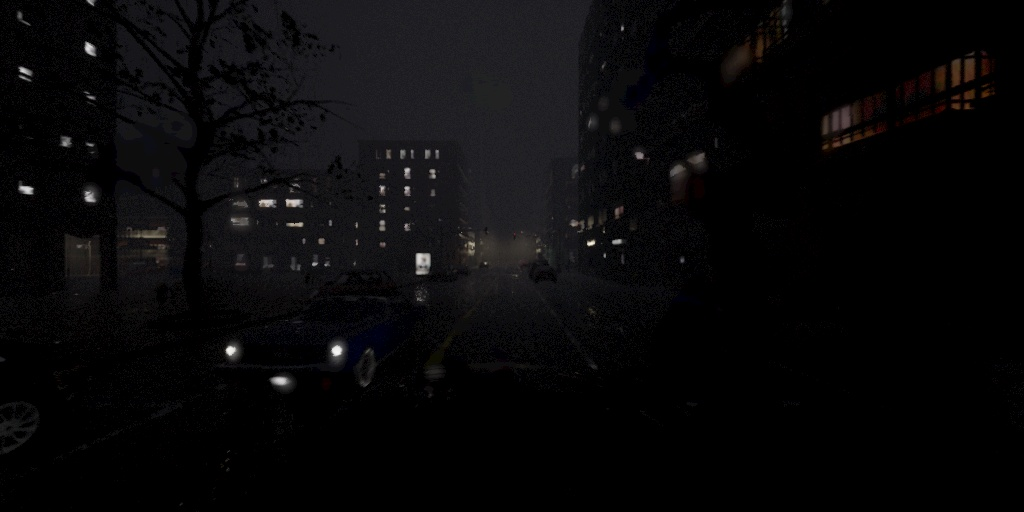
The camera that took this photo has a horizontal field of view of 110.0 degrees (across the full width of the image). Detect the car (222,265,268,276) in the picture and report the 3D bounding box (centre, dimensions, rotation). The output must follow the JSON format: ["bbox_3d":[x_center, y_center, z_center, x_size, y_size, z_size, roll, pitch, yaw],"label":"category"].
[{"bbox_3d":[-38.393,2.202,51.611,4.507,1.381,1.888,0,0,0],"label":"car"}]

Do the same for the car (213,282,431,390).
[{"bbox_3d":[-3.101,1.384,7.023,1.895,1.301,4.718,0,0,0],"label":"car"}]

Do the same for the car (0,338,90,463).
[{"bbox_3d":[-5.692,1.304,2.225,2.007,1.370,4.403,0,0,0],"label":"car"}]

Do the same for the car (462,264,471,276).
[{"bbox_3d":[-5.693,1.593,40.917,1.802,1.307,4.207,0,0,0],"label":"car"}]

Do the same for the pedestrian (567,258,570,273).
[{"bbox_3d":[7.134,1.192,45.481,0.375,1.860,0.375,0,0,0],"label":"pedestrian"}]

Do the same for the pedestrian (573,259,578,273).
[{"bbox_3d":[8.134,1.213,46.081,0.375,1.860,0.375,0,0,0],"label":"pedestrian"}]

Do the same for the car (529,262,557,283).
[{"bbox_3d":[2.688,1.480,29.860,1.888,1.381,4.507,0,0,0],"label":"car"}]

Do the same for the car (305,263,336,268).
[{"bbox_3d":[-27.964,2.055,51.642,4.403,1.370,2.007,0,0,0],"label":"car"}]

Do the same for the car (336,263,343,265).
[{"bbox_3d":[-22.395,1.974,51.683,4.403,1.370,2.007,0,0,0],"label":"car"}]

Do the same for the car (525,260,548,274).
[{"bbox_3d":[2.688,1.287,35.389,2.192,1.841,5.009,0,0,0],"label":"car"}]

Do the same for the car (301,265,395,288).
[{"bbox_3d":[-5.692,1.264,13.280,1.967,1.591,4.097,0,0,0],"label":"car"}]

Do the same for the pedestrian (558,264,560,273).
[{"bbox_3d":[6.134,1.196,46.681,0.375,1.860,0.375,0,0,0],"label":"pedestrian"}]

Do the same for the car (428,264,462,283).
[{"bbox_3d":[-5.693,1.375,29.861,1.967,1.591,4.097,0,0,0],"label":"car"}]
